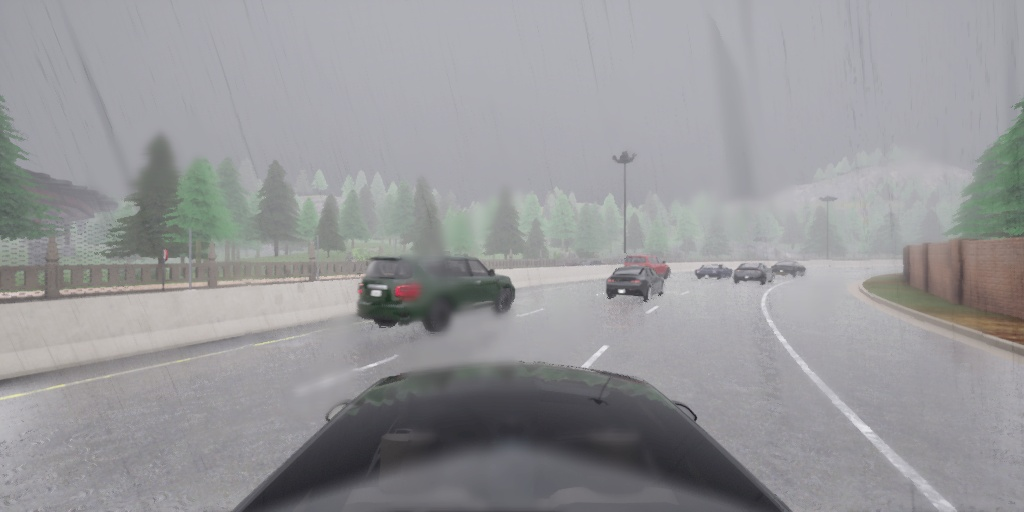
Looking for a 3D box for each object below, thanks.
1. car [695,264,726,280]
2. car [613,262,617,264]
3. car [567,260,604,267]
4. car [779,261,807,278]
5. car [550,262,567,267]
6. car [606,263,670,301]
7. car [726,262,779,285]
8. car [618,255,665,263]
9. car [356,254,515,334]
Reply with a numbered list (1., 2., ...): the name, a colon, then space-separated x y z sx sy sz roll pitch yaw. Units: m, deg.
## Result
1. car: 17.740 1.348 31.272 4.718 1.301 1.895 0 0 -44
2. car: 13.086 1.098 41.494 4.553 1.767 2.097 0 0 -42
3. car: 9.141 1.253 42.620 4.892 1.490 1.837 1 -1 -43
4. car: 26.469 1.226 34.247 5.008 1.535 1.882 0 0 -39
5. car: 6.904 1.347 45.318 4.718 1.301 1.895 0 0 -43
6. car: 6.081 1.253 17.402 1.837 1.490 4.892 0 0 34
7. car: 17.596 1.239 26.080 2.128 1.511 4.902 0 0 43
8. car: 11.035 0.968 29.327 2.150 2.045 5.566 0 0 41
9. car: -1.973 0.972 10.969 2.150 2.045 5.566 0 0 29
